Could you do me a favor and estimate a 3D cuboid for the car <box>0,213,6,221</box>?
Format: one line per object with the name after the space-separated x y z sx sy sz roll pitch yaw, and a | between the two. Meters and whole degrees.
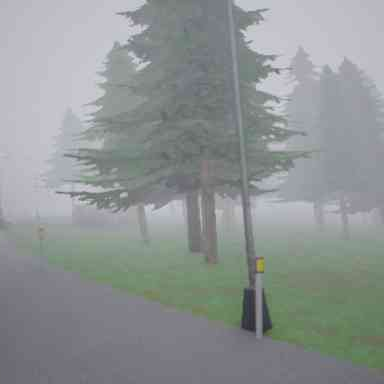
-22.074 2.534 36.347 2.128 1.511 4.902 -4 -1 -10 | car
